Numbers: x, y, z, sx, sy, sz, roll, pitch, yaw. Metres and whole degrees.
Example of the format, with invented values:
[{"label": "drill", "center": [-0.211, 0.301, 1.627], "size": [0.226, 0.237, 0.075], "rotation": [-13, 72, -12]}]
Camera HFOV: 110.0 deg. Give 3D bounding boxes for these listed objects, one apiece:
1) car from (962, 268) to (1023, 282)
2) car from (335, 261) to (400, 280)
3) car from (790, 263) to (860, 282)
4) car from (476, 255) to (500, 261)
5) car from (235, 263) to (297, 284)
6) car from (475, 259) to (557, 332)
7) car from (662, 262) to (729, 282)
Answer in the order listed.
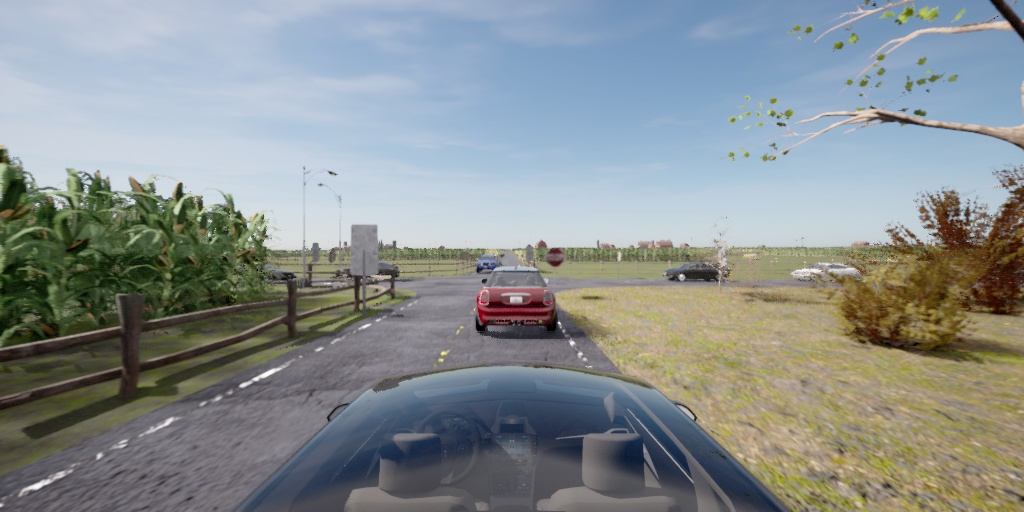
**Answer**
[{"label": "car", "center": [39.176, 1.348, 28.302], "size": [5.357, 1.411, 2.033], "rotation": [0, 0, 0]}, {"label": "car", "center": [-11.311, 1.157, 28.084], "size": [4.892, 1.490, 1.837], "rotation": [0, -1, 7]}, {"label": "car", "center": [24.660, 1.285, 28.290], "size": [4.674, 1.442, 1.812], "rotation": [0, 0, 0]}, {"label": "car", "center": [-2.858, 0.862, 41.940], "size": [2.150, 2.045, 5.566], "rotation": [0, 0, 1]}, {"label": "car", "center": [-17.614, 1.214, 25.248], "size": [4.181, 1.385, 1.994], "rotation": [0, 0, 0]}, {"label": "car", "center": [0.102, 1.086, 10.909], "size": [2.097, 1.767, 4.553], "rotation": [0, 0, 0]}, {"label": "car", "center": [14.428, 1.234, 28.269], "size": [4.892, 1.490, 1.837], "rotation": [0, 0, 0]}]
